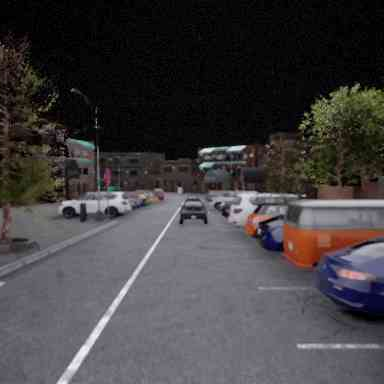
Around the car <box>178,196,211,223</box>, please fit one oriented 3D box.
[{"bbox_3d":[0.104,1.319,23.630,1.837,1.490,4.892,0,1,0],"label":"car"}]

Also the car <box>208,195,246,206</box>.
[{"bbox_3d":[4.651,1.123,45.233,4.892,1.521,2.231,0,0,0],"label":"car"}]

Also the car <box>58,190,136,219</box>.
[{"bbox_3d":[-7.704,1.018,26.603,5.566,2.045,2.435,0,0,0],"label":"car"}]

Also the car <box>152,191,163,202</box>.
[{"bbox_3d":[-7.487,1.081,50.111,5.366,1.575,1.946,0,0,0],"label":"car"}]

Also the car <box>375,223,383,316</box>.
[{"bbox_3d":[4.681,1.328,3.205,4.553,1.767,2.185,0,0,0],"label":"car"}]

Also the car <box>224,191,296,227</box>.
[{"bbox_3d":[4.680,1.092,17.172,5.566,2.045,2.435,0,0,0],"label":"car"}]

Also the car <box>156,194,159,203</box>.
[{"bbox_3d":[-7.858,1.105,47.171,5.366,1.575,1.946,0,0,0],"label":"car"}]

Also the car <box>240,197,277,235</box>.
[{"bbox_3d":[4.621,1.240,14.378,4.553,1.767,2.185,0,0,0],"label":"car"}]

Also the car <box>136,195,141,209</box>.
[{"bbox_3d":[-7.672,1.264,32.356,4.674,1.452,2.002,0,0,0],"label":"car"}]

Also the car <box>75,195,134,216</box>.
[{"bbox_3d":[-7.644,1.122,29.417,4.553,1.767,2.185,0,0,0],"label":"car"}]

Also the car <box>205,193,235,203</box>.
[{"bbox_3d":[4.653,1.003,56.295,4.892,1.521,2.231,0,2,0],"label":"car"}]

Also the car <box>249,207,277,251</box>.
[{"bbox_3d":[4.680,1.417,11.588,4.792,1.488,2.163,0,0,0],"label":"car"}]

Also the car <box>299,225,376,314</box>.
[{"bbox_3d":[4.649,1.471,5.998,4.674,1.452,2.002,0,0,0],"label":"car"}]

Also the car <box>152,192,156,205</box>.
[{"bbox_3d":[-7.679,1.133,44.108,4.892,1.521,2.231,0,0,0],"label":"car"}]

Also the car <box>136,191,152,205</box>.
[{"bbox_3d":[-7.705,1.028,41.295,4.553,1.767,2.185,0,0,0],"label":"car"}]

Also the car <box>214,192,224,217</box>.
[{"bbox_3d":[4.686,1.107,31.264,4.553,1.767,2.185,0,0,0],"label":"car"}]

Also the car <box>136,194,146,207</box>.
[{"bbox_3d":[-7.671,1.240,35.419,4.674,1.452,2.002,0,0,0],"label":"car"}]

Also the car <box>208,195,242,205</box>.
[{"bbox_3d":[4.660,1.141,47.903,4.674,1.452,2.002,0,0,0],"label":"car"}]

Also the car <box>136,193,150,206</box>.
[{"bbox_3d":[-7.703,1.207,38.358,4.792,1.488,2.163,0,0,0],"label":"car"}]

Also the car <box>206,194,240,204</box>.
[{"bbox_3d":[4.664,1.080,50.692,4.892,1.521,2.231,0,1,0],"label":"car"}]

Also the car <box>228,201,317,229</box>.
[{"bbox_3d":[4.683,1.351,19.966,4.792,1.488,2.163,0,0,0],"label":"car"}]

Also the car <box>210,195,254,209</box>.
[{"bbox_3d":[4.650,1.167,39.522,5.008,1.535,2.097,0,0,0],"label":"car"}]

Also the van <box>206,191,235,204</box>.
[{"bbox_3d":[4.542,0.826,53.484,4.442,1.987,1.878,0,1,0],"label":"van"}]

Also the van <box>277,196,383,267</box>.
[{"bbox_3d":[4.768,1.184,8.790,4.442,1.987,1.878,0,0,0],"label":"van"}]

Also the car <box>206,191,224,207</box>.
[{"bbox_3d":[4.628,0.938,36.725,5.566,2.045,2.435,0,0,0],"label":"car"}]
